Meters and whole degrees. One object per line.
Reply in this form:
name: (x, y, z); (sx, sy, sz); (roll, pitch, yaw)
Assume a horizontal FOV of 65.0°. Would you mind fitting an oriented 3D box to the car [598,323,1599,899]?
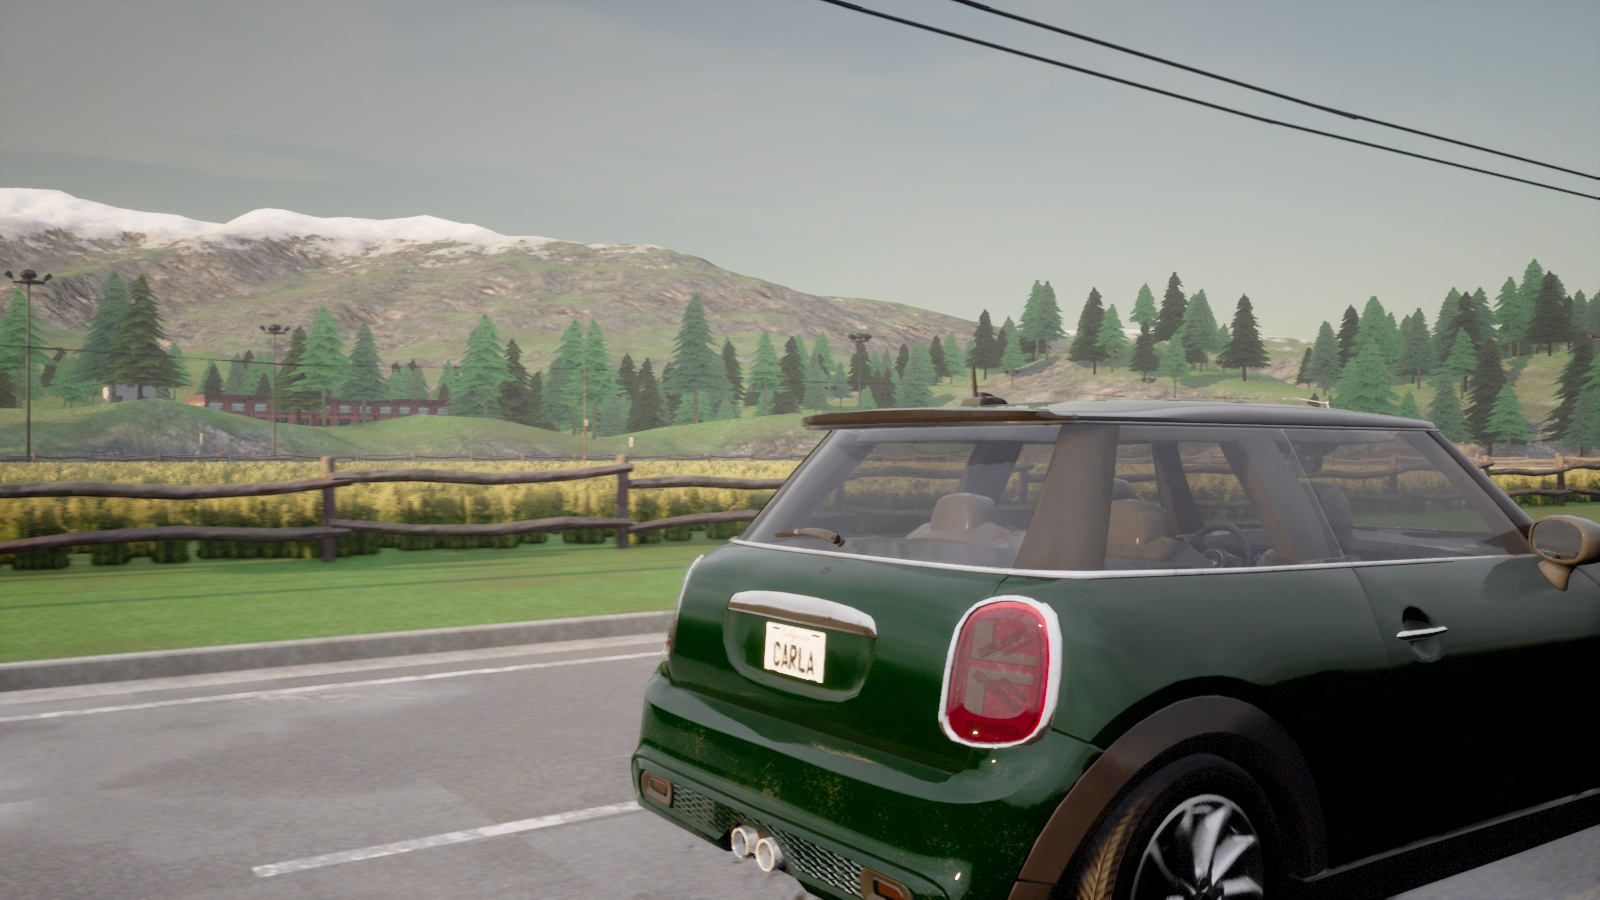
car: (1.756, 0.612, 4.881); (4.553, 1.767, 2.097); (0, 0, -35)
